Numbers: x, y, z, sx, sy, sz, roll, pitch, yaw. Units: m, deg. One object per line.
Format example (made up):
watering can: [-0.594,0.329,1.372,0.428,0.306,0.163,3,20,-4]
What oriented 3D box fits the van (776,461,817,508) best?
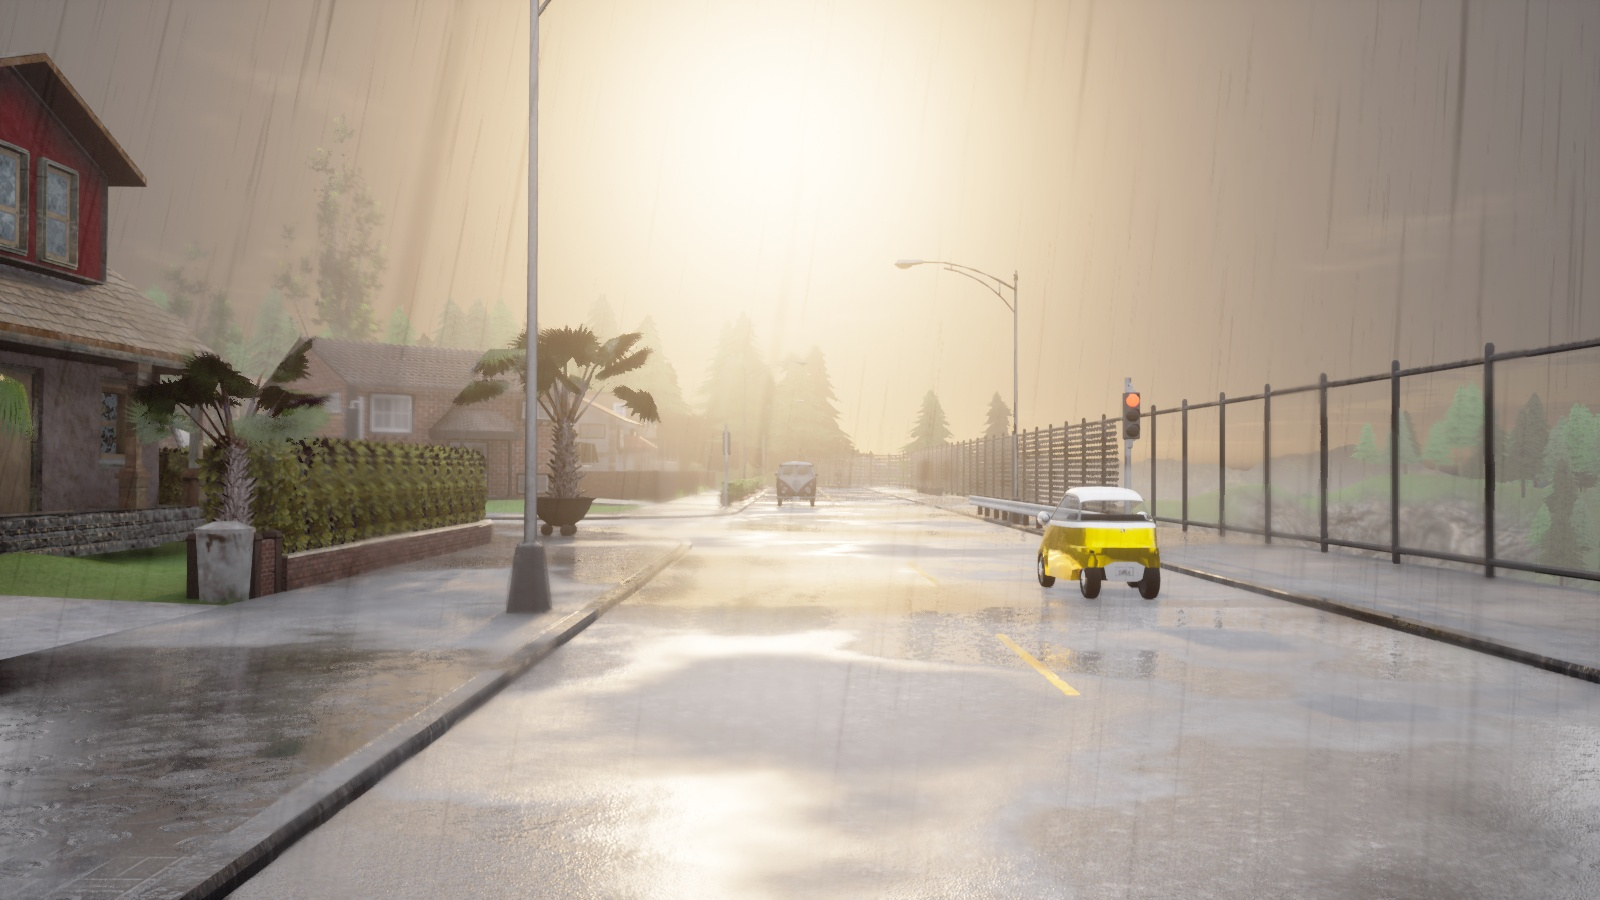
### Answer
van: [-0.157,1.506,56.161,1.775,1.987,4.442,0,-1,0]

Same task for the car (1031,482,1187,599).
car: [3.959,1.128,16.375,1.481,1.376,2.207,0,-1,0]
